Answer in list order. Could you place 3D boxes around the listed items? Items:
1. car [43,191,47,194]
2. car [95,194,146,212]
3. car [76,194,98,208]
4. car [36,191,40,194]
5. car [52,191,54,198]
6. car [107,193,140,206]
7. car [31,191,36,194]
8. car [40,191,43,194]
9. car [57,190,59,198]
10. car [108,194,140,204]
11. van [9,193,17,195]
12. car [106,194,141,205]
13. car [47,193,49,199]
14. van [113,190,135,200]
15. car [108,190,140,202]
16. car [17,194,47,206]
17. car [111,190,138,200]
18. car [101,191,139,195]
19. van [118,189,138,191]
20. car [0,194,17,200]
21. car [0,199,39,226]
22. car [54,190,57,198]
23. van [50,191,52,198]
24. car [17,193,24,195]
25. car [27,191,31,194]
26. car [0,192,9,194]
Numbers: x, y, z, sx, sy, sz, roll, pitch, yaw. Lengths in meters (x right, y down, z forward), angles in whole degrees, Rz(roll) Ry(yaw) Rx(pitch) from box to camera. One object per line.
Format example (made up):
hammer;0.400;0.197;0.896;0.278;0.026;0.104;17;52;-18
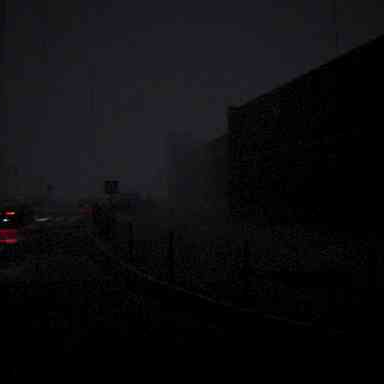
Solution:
car;-35.316;1.043;72.900;4.892;1.521;2.231;-1;1;-11
car;-7.218;1.325;34.402;4.792;1.488;2.163;-1;1;-11
car;-13.673;1.380;43.533;1.895;1.301;4.718;-1;1;-11
car;-34.249;1.106;67.490;4.892;1.521;2.231;-1;1;-11
car;-36.920;0.995;81.013;4.674;1.452;2.002;-1;1;-11
car;-9.817;1.020;47.932;4.553;1.767;2.185;-1;1;-11
car;-33.692;1.012;64.789;4.553;1.767;2.185;-1;1;-11
car;-34.783;1.073;70.195;4.892;1.521;2.231;-1;1;-11
car;-37.984;0.904;86.423;4.892;1.521;2.231;-1;1;-11
car;-10.912;1.067;53.383;4.892;1.521;2.231;-1;1;-11
van;-31.475;1.053;53.984;4.442;1.987;1.878;-1;1;-11
car;-10.411;1.104;50.777;5.008;1.535;2.097;-1;1;-11
car;-35.850;1.013;75.604;4.892;1.521;2.231;-1;1;-11
van;-14.786;0.578;72.444;4.442;1.987;1.878;-1;1;-11
car;-12.580;0.696;61.676;5.566;2.045;2.435;-1;1;-11
car;-22.275;1.373;46.086;2.033;1.411;5.357;-1;1;-11
car;-14.108;0.586;69.744;5.566;2.045;2.435;-1;1;-11
car;-8.208;1.122;39.745;4.553;1.767;2.185;-1;1;-11
van;-8.915;0.994;42.569;4.442;1.987;1.878;-1;1;-11
car;-24.705;1.411;42.767;1.837;1.490;4.892;-1;0;-11
car;-12.287;1.501;23.175;1.837;1.490;4.892;-1;1;-16
car;-37.639;0.928;83.682;5.366;1.575;1.946;-1;1;-11
van;-36.301;0.754;78.449;4.442;1.987;1.878;-1;1;-11
car;-32.126;1.244;56.669;5.008;1.535;2.097;-1;1;-11
car;-33.220;1.047;62.071;4.553;1.767;2.185;-1;1;-11
car;-30.550;1.105;48.545;5.566;2.045;2.435;-1;1;-11
